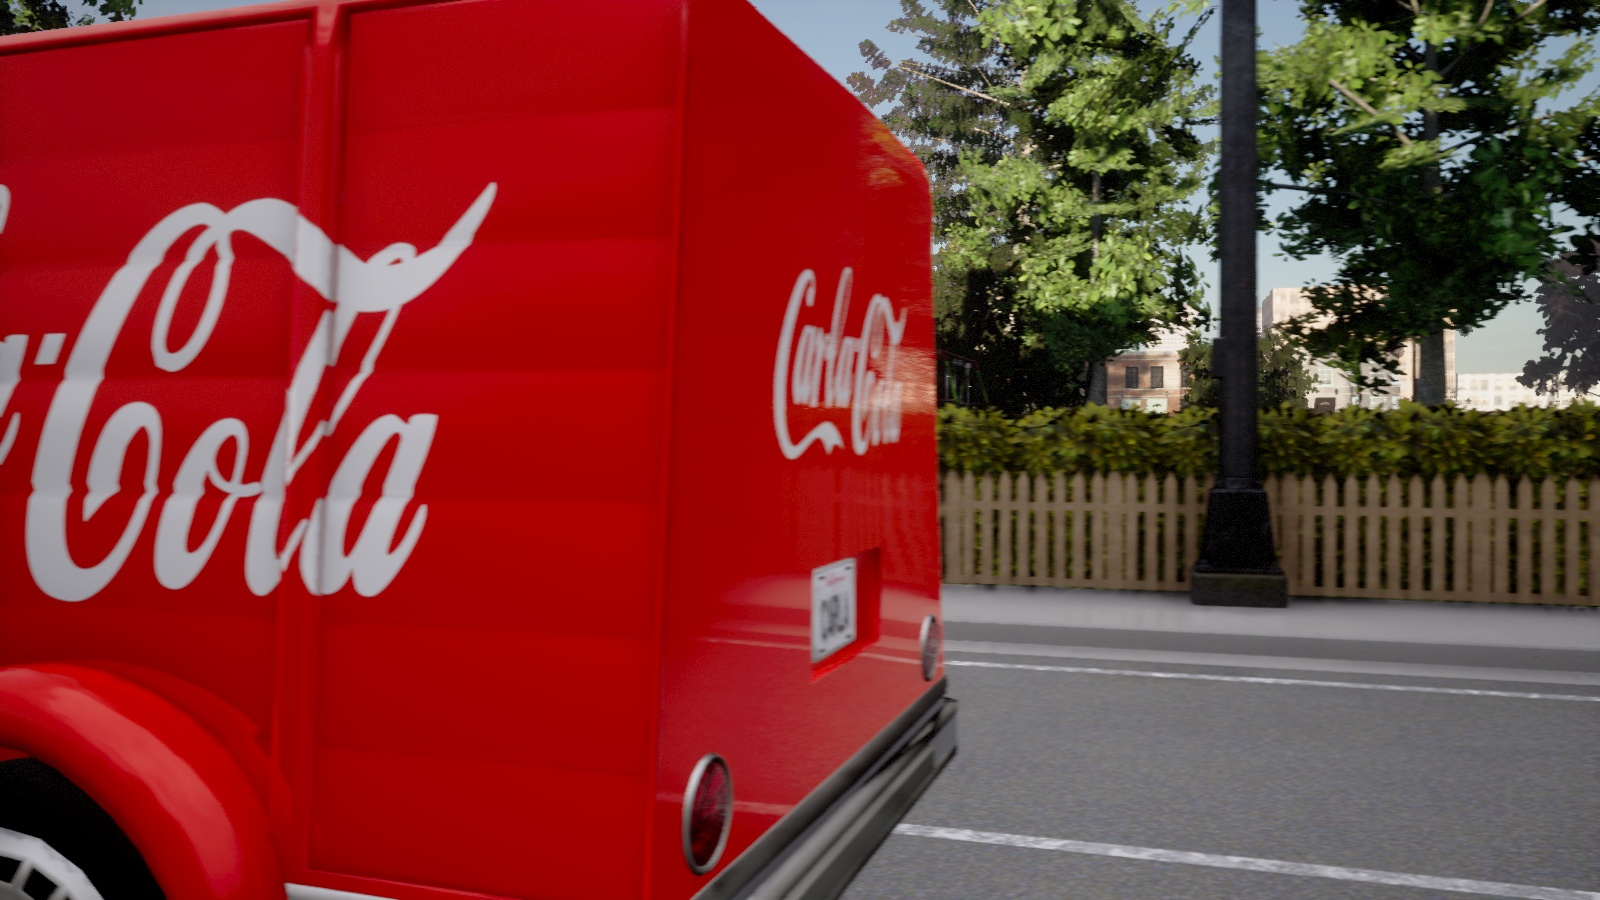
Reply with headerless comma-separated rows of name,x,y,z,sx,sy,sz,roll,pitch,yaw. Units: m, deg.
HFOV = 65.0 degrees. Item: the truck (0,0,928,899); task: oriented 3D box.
truck,-2.441,0.266,4.009,5.204,2.467,2.627,1,1,19
